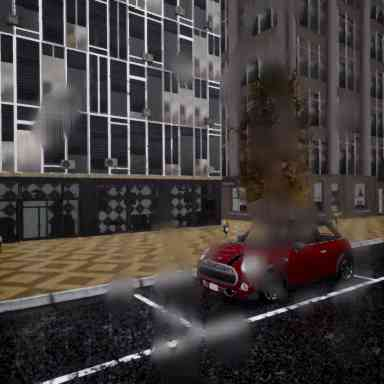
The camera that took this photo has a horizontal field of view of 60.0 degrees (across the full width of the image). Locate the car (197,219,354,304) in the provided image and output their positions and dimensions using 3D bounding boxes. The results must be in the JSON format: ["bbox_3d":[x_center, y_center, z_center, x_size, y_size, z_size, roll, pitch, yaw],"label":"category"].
[{"bbox_3d":[2.067,1.439,8.043,4.097,1.590,1.967,0,-1,-35],"label":"car"}]
